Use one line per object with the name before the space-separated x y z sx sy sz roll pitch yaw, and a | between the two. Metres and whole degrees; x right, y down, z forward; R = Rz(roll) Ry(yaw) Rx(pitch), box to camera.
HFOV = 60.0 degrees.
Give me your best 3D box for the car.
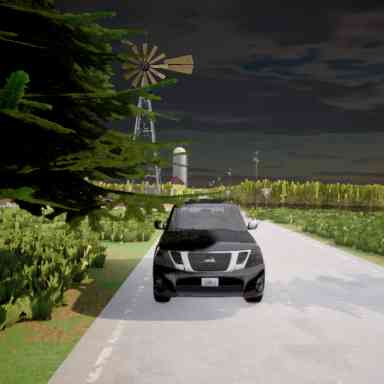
car | 0.331 1.221 8.579 2.150 2.045 5.566 0 0 0
